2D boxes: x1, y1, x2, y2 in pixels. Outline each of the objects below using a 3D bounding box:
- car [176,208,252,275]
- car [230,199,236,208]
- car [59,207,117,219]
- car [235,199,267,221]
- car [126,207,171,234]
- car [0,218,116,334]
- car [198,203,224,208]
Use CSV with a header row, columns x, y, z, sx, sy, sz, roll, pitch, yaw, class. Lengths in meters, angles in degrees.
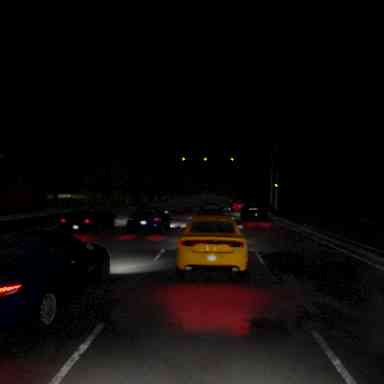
x,y,z,sx,sy,sz,roll,pitch,yaw,class
0.624,1.484,10.550,1.882,1.535,5.008,1,-1,3,car
5.875,1.623,41.868,1.994,1.385,4.181,1,0,3,car
-5.888,1.538,19.405,1.895,1.301,4.718,1,0,3,car
5.093,1.541,27.953,2.128,1.511,4.902,1,0,3,car
-2.397,1.538,19.147,1.994,1.385,4.181,1,0,3,car
-3.104,1.493,6.616,1.812,1.442,4.674,1,0,3,car
1.415,1.538,24.824,1.812,1.442,4.674,1,0,3,car
